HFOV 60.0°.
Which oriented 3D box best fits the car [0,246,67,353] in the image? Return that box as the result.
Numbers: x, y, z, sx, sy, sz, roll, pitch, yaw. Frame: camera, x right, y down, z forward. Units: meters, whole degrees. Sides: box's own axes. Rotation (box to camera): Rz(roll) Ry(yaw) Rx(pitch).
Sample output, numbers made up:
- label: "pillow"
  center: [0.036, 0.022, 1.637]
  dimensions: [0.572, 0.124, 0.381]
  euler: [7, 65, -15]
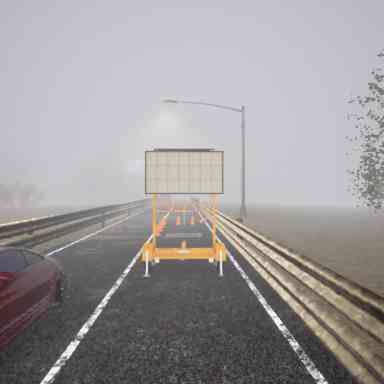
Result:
- label: "car"
  center: [-3.469, 1.566, 5.031]
  dimensions: [1.994, 1.385, 4.181]
  euler: [0, 0, -1]

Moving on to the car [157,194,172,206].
- label: "car"
  center: [-4.671, 1.247, 57.262]
  dimensions: [2.150, 2.045, 5.566]
  euler: [0, 0, -1]

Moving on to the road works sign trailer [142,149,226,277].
- label: "road works sign trailer"
  center: [-0.239, 0.469, 10.299]
  dimensions: [2.380, 3.560, 2.880]
  euler: [0, 0, -1]
